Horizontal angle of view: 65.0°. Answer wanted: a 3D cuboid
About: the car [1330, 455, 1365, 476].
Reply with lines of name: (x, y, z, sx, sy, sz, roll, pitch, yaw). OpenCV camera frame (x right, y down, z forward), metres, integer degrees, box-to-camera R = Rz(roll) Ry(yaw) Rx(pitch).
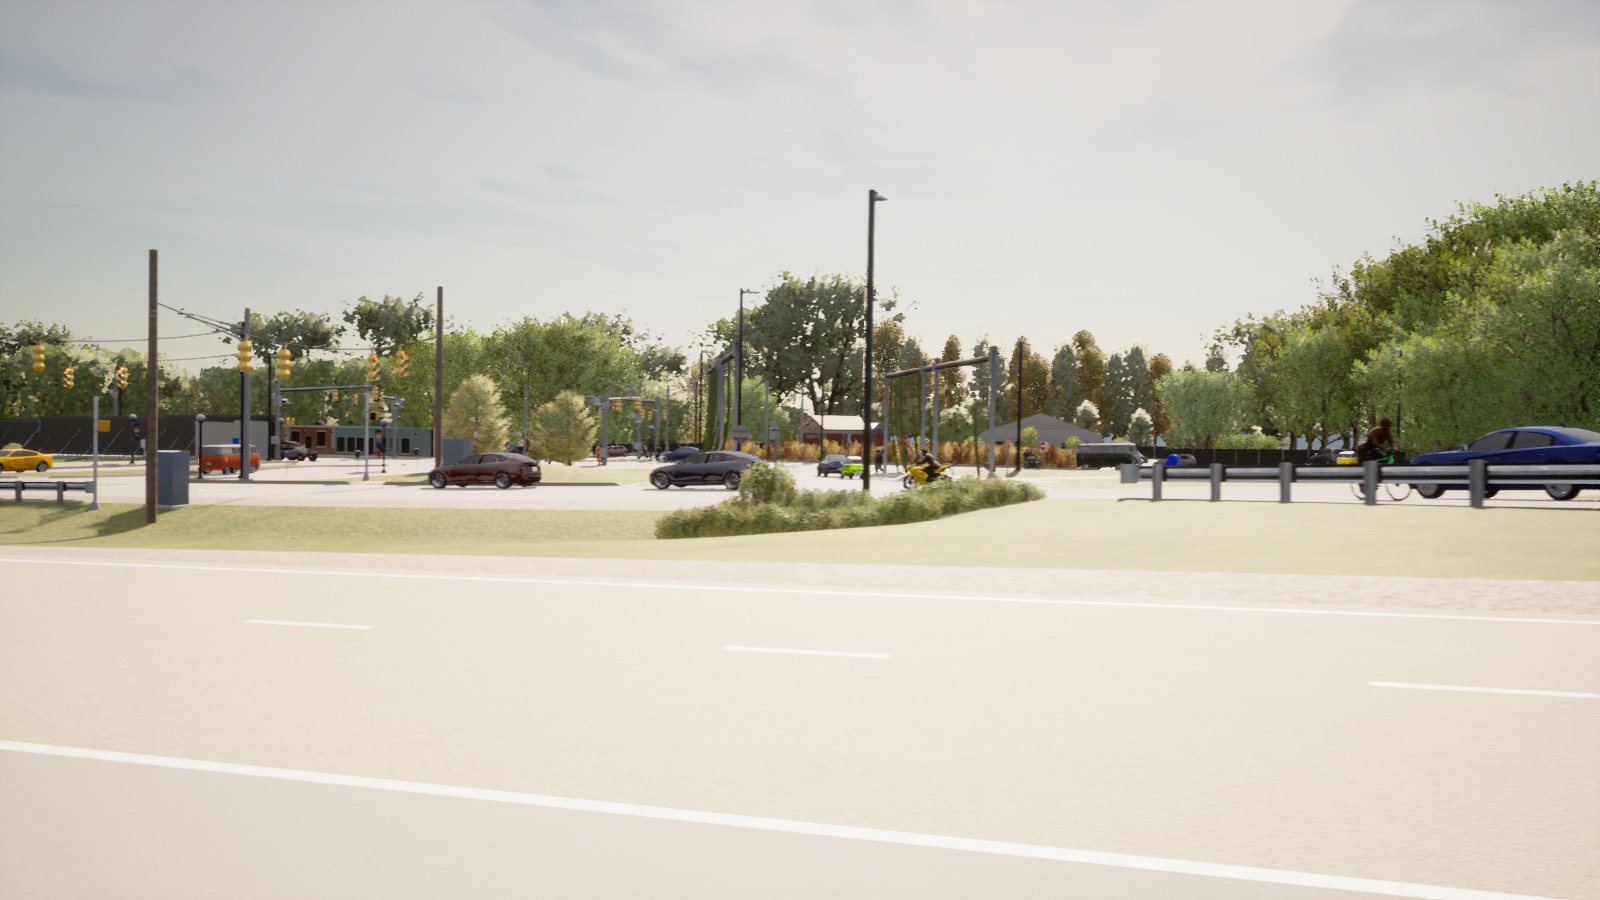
car: (38.153, 1.057, 87.439, 2.207, 1.376, 1.481, 0, 1, -43)

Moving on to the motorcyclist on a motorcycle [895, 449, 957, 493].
motorcyclist on a motorcycle: (4.499, 0.740, 44.767, 2.044, 1.523, 0.797, 0, 1, 32)

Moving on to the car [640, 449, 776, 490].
car: (-3.550, 0.742, 48.593, 4.792, 1.488, 2.163, 0, 1, 21)

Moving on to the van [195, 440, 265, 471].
van: (-37.722, 0.332, 83.206, 1.775, 1.987, 4.442, 1, 1, 14)

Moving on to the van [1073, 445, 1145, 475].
van: (21.059, 0.675, 85.613, 4.442, 1.987, 1.775, 1, 1, 40)

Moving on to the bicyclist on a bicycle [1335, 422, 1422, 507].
bicyclist on a bicycle: (11.437, 0.291, 24.881, 0.582, 1.620, 1.656, 1, -1, -18)

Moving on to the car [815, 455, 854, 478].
car: (2.217, 1.058, 82.252, 1.812, 1.442, 4.674, 1, 0, -7)

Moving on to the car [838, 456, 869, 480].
car: (3.197, 1.095, 75.405, 1.481, 1.376, 2.207, 1, 0, -9)

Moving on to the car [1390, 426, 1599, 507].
car: (15.019, 0.378, 26.111, 1.882, 1.535, 5.008, 1, -2, -22)

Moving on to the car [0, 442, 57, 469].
car: (-47.698, 0.319, 75.758, 1.882, 1.535, 5.008, 1, 1, 16)

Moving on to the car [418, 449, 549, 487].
car: (-13.010, 0.727, 51.687, 4.792, 1.488, 2.163, 0, 1, 18)
